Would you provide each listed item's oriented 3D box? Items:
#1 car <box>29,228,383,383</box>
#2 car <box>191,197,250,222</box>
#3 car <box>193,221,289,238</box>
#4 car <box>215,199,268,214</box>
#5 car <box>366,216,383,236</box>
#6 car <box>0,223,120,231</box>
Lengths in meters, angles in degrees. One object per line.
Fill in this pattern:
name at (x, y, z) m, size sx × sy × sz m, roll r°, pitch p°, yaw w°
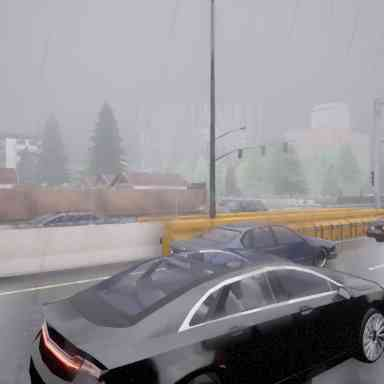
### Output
car at (0.665, 1.492, 4.215) m, size 4.902 × 1.511 × 2.128 m, roll 0°, pitch 0°, yaw -35°
car at (2.364, 1.351, 27.047) m, size 4.553 × 1.767 × 2.097 m, roll 0°, pitch 0°, yaw -35°
car at (1.856, 1.547, 9.359) m, size 5.357 × 1.411 × 2.033 m, roll 0°, pitch 0°, yaw -35°
car at (3.295, 1.351, 23.439) m, size 4.553 × 1.767 × 2.097 m, roll 0°, pitch 0°, yaw -35°
car at (10.056, 1.547, 15.179) m, size 5.357 × 1.411 × 2.033 m, roll 0°, pitch 0°, yaw -35°
car at (-5.172, 1.491, 13.187) m, size 4.902 × 1.511 × 2.128 m, roll 0°, pitch 0°, yaw -35°
